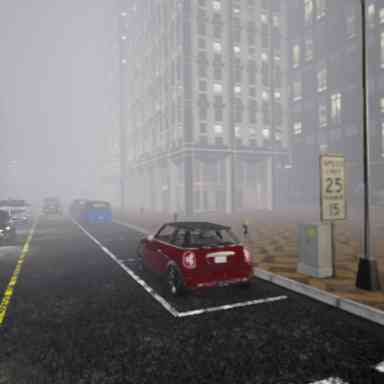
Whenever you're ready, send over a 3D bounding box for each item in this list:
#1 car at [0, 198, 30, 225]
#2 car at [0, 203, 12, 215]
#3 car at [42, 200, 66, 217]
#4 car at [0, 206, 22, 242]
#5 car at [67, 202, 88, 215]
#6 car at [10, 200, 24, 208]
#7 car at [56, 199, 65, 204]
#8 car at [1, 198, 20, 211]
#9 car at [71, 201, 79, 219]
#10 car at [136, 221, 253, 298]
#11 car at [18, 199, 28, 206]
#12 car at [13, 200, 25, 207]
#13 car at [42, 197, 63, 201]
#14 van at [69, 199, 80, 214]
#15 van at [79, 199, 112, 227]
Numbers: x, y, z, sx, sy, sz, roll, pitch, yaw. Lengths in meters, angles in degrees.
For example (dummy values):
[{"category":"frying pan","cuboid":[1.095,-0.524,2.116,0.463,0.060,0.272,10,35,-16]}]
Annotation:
[{"category":"car","cuboid":[-14.379,1.519,26.860,2.150,2.045,5.566,-1,0,-23]},{"category":"car","cuboid":[-23.730,2.067,41.696,1.802,1.307,4.206,-1,0,-24]},{"category":"car","cuboid":[-15.114,1.894,36.343,2.033,1.411,5.357,-1,0,-23]},{"category":"car","cuboid":[-10.110,1.706,17.110,1.837,1.490,4.892,-1,0,-24]},{"category":"car","cuboid":[-13.787,1.910,39.892,1.947,1.339,4.313,-1,0,-24]},{"category":"car","cuboid":[-32.810,2.266,62.384,1.947,1.339,4.313,-1,0,-24]},{"category":"car","cuboid":[-34.218,2.401,86.440,1.947,1.339,4.313,-1,0,-24]},{"category":"car","cuboid":[-28.274,1.908,52.041,2.192,1.841,5.009,-1,0,-24]},{"category":"car","cuboid":[-9.246,1.790,29.548,2.008,1.369,4.403,-1,0,-24]},{"category":"car","cuboid":[-0.166,1.477,8.861,1.967,1.590,4.097,-1,0,-24]},{"category":"car","cuboid":[-39.553,2.391,77.744,1.752,1.417,4.829,-1,0,-24]},{"category":"car","cuboid":[-35.080,2.306,67.556,2.008,1.369,4.403,-1,0,-24]},{"category":"car","cuboid":[-19.365,1.667,45.899,2.150,2.045,5.566,-1,0,-24]},{"category":"van","cuboid":[-11.519,1.633,34.721,1.690,1.788,3.998,-1,0,-24]},{"category":"van","cuboid":[-6.979,1.529,24.377,1.690,1.788,3.998,-1,0,-24]}]
